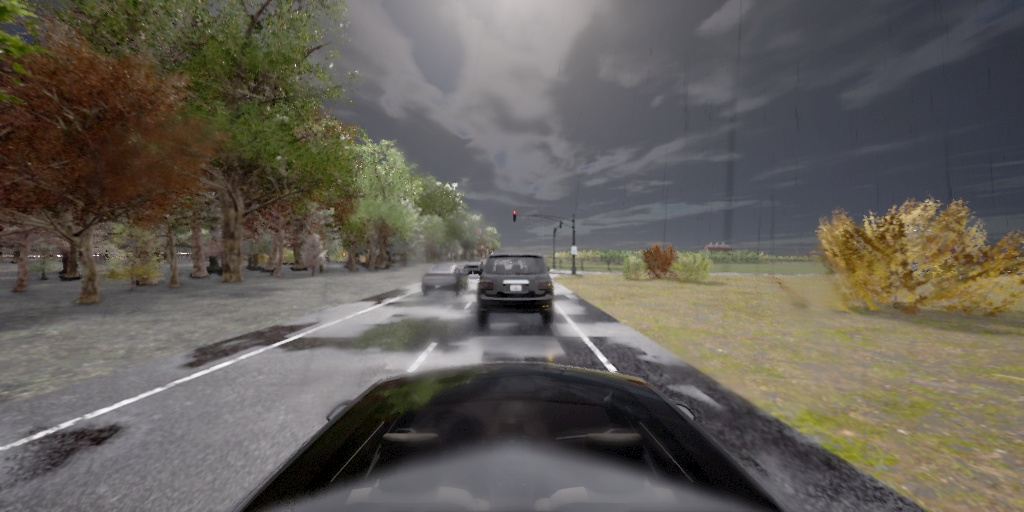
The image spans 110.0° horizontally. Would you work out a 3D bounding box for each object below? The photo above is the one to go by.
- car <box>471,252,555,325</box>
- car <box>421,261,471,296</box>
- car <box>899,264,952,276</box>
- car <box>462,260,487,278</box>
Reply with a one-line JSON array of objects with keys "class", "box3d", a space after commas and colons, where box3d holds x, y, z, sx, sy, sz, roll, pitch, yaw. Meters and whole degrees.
[{"class": "car", "box3d": [0.103, 0.934, 11.817, 2.150, 2.045, 5.566, 0, -1, 0]}, {"class": "car", "box3d": [-3.395, 1.188, 18.830, 2.128, 1.511, 4.902, 0, 0, 0]}, {"class": "car", "box3d": [48.528, 1.642, 42.122, 4.892, 1.490, 1.837, 1, -1, 0]}, {"class": "car", "box3d": [-3.392, 1.154, 33.532, 1.837, 1.490, 4.892, 0, 1, 0]}]
